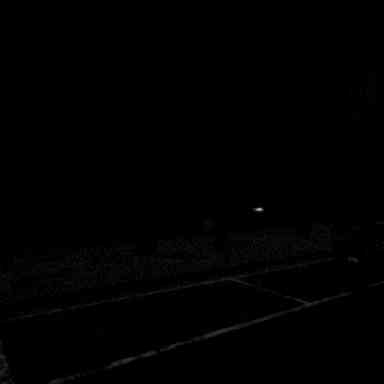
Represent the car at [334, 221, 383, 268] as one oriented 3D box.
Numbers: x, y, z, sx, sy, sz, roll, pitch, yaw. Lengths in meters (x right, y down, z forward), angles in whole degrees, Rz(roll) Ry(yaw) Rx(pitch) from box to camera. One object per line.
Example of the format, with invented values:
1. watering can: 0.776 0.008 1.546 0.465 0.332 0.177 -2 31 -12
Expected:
1. car: 6.607 1.693 11.239 4.313 1.339 1.947 1 -1 -35
